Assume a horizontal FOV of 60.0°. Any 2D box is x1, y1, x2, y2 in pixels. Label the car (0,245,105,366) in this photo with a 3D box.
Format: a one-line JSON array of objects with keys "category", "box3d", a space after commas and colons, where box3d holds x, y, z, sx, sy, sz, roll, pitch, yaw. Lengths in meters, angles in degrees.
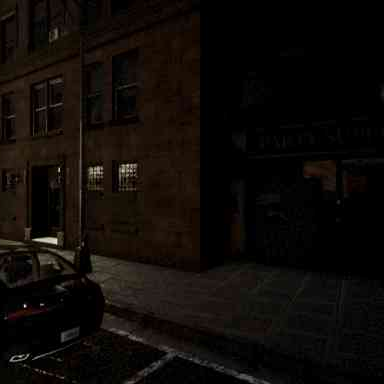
[{"category": "car", "box3d": [-3.298, 1.551, 5.448, 4.403, 1.369, 2.008, 0, 0, 36]}]
